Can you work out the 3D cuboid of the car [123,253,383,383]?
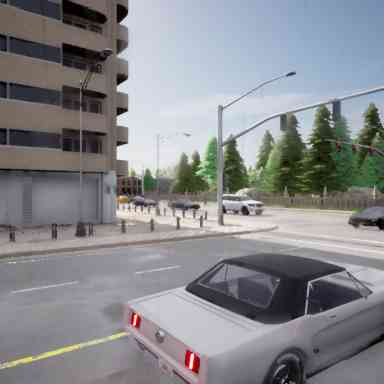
[{"bbox_3d":[1.537,1.601,4.875,4.718,1.301,1.895,0,0,-35],"label":"car"}]

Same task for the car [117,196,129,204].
[{"bbox_3d":[-14.208,1.533,67.189,1.882,1.535,5.008,0,0,-36],"label":"car"}]

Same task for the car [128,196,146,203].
[{"bbox_3d":[-11.592,1.581,69.539,1.812,1.442,4.674,0,0,-36],"label":"car"}]

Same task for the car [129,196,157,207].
[{"bbox_3d":[-7.268,1.603,51.256,2.033,1.411,5.357,0,0,-36],"label":"car"}]

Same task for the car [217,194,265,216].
[{"bbox_3d":[4.931,1.278,34.273,2.150,2.045,5.566,0,0,-36],"label":"car"}]

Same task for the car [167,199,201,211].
[{"bbox_3d":[-1.136,1.603,42.699,2.033,1.411,5.357,0,0,-36],"label":"car"}]

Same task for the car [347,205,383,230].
[{"bbox_3d":[12.146,1.564,21.213,5.357,1.411,2.033,0,0,-35],"label":"car"}]
